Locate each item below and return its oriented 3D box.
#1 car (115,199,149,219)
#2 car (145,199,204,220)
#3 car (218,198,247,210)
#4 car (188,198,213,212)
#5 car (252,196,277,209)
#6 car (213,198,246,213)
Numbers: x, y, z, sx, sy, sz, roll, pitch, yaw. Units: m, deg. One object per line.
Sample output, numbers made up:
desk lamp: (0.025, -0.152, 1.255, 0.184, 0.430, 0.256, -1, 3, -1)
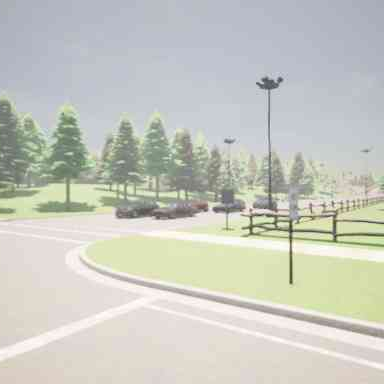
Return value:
car: (-5.057, 1.490, 31.203, 2.097, 1.767, 4.553, 0, 0, 35)
car: (-1.437, 1.663, 30.265, 2.033, 1.411, 5.357, 0, 0, 35)
car: (5.712, 1.642, 46.494, 1.837, 1.490, 4.892, 0, 0, 35)
car: (0.041, 1.490, 38.447, 2.097, 1.767, 4.553, 0, 0, 35)
car: (10.223, 1.470, 46.814, 2.097, 1.767, 4.553, 0, 0, 35)
car: (4.357, 1.664, 38.499, 2.033, 1.411, 5.357, 0, 0, 35)
